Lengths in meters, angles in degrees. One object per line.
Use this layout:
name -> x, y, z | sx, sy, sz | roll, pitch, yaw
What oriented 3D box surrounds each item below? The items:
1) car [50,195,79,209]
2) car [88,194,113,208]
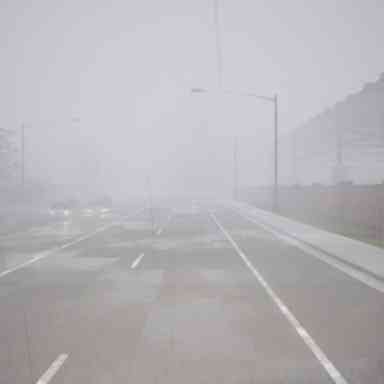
car -> -14.072, 1.085, 37.122 | 1.812, 1.442, 4.674 | 0, 1, 0
car -> -10.563, 1.006, 38.564 | 1.882, 1.535, 5.008 | 0, 1, 0
